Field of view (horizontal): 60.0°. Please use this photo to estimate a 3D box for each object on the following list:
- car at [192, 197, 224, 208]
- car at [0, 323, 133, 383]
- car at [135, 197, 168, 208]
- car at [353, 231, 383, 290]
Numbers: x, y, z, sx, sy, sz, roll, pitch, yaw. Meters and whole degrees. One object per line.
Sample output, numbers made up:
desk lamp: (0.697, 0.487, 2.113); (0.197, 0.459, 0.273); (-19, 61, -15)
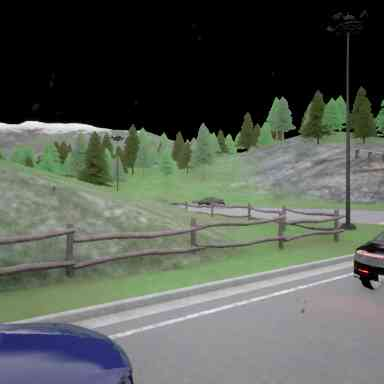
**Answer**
car: (2.301, 1.505, 48.825); (4.892, 1.490, 1.837); (0, 0, 26)
car: (-2.599, 1.526, 1.927); (4.674, 1.442, 1.812); (0, 0, -35)
car: (-5.934, 1.491, 48.219); (4.902, 1.511, 2.128); (0, 0, 17)
car: (5.766, 1.491, 7.861); (4.902, 1.511, 2.128); (0, 0, -35)
